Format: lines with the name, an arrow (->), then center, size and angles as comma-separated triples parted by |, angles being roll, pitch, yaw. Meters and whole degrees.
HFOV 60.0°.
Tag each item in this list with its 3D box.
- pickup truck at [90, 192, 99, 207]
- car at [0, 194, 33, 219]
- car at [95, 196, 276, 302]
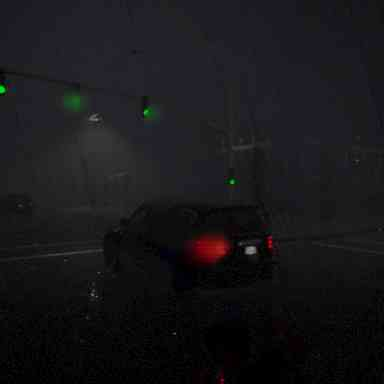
pickup truck -> -12.904, 1.095, 48.098 | 2.390, 2.098, 6.274 | 0, 0, -6
car -> -15.782, 1.232, 29.761 | 2.150, 2.045, 5.566 | 0, 0, -36
car -> -0.421, 1.233, 8.675 | 2.150, 2.045, 5.566 | 0, 0, -36
